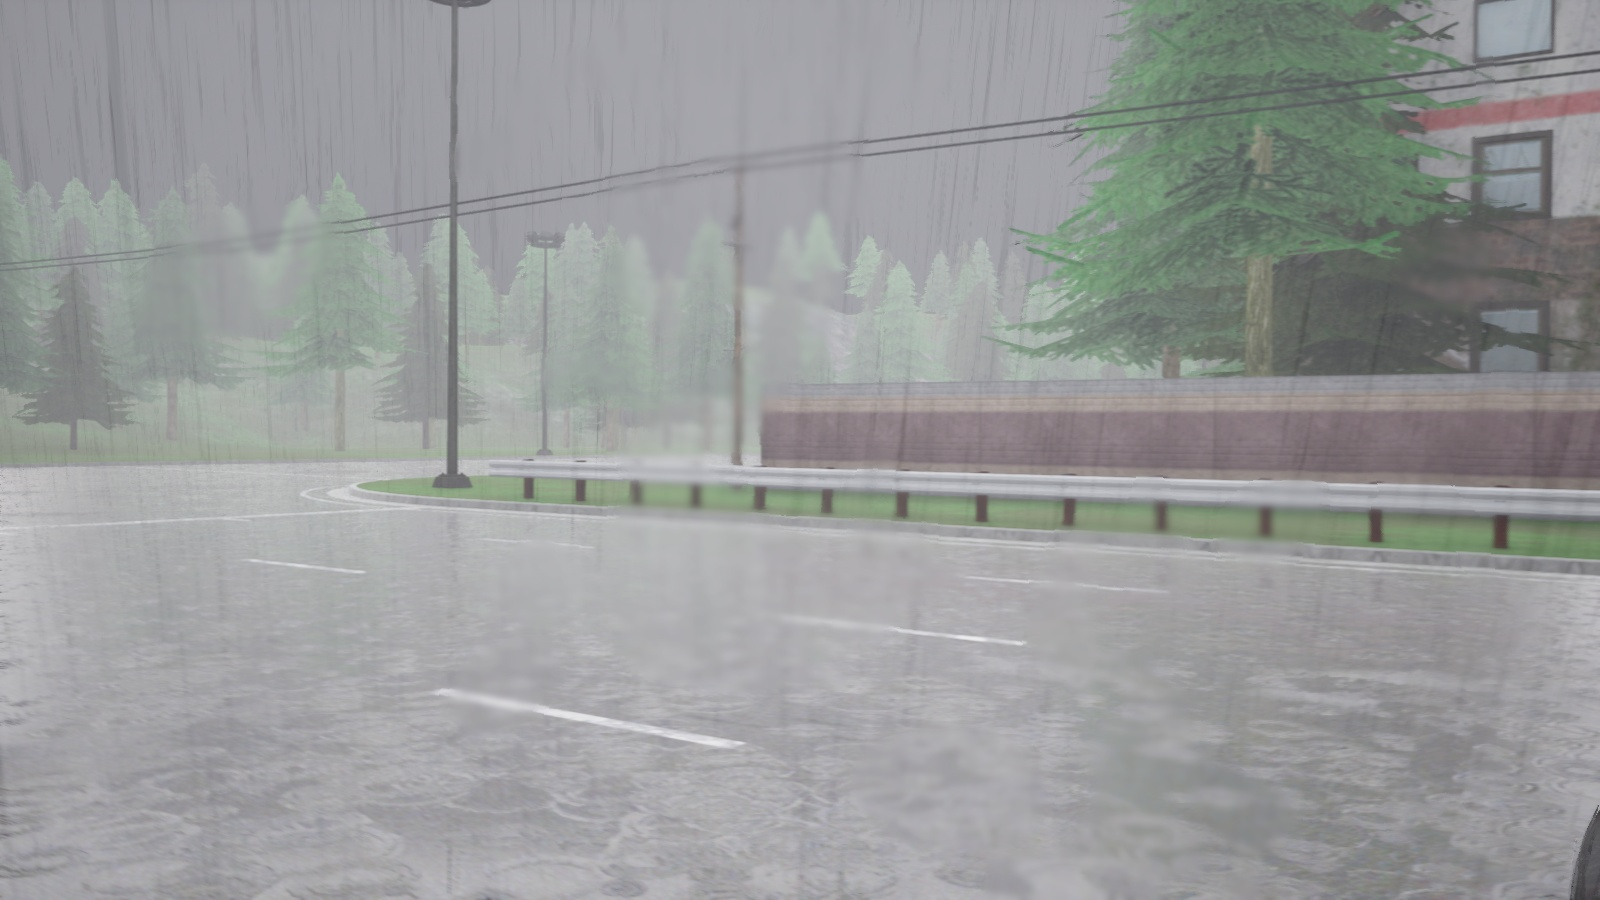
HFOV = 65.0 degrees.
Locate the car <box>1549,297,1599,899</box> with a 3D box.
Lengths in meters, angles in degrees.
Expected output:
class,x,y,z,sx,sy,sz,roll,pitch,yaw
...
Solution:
class,x,y,z,sx,sy,sz,roll,pitch,yaw
car,3.246,0.580,1.465,3.988,1.617,1.851,0,1,34
